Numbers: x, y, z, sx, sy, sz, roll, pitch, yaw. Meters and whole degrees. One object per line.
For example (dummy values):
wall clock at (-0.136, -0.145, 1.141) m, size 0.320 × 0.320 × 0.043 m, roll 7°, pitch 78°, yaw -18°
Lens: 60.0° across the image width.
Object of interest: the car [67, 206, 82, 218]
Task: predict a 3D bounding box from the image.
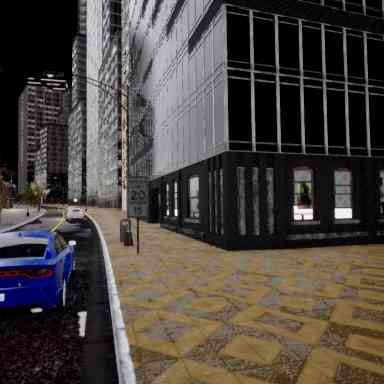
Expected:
car at (-16.618, 2.728, 46.937) m, size 1.882 × 1.535 × 5.008 m, roll 0°, pitch -2°, yaw -21°

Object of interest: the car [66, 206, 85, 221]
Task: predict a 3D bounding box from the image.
car at (-13.135, 2.513, 37.371) m, size 1.812 × 1.442 × 4.674 m, roll 0°, pitch -2°, yaw -19°

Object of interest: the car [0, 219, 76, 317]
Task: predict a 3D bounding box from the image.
car at (-3.865, 1.647, 7.830) m, size 1.882 × 1.535 × 5.008 m, roll 0°, pitch -2°, yaw -16°
